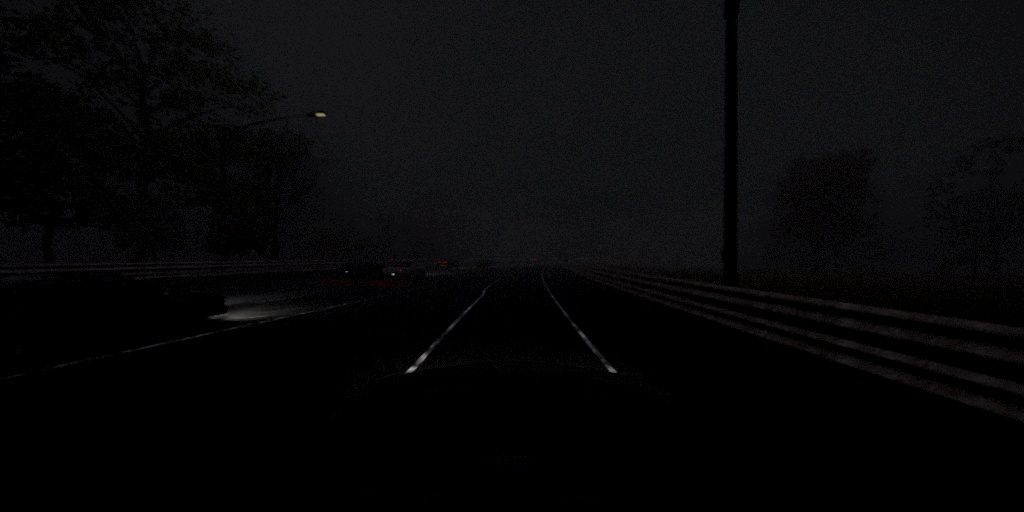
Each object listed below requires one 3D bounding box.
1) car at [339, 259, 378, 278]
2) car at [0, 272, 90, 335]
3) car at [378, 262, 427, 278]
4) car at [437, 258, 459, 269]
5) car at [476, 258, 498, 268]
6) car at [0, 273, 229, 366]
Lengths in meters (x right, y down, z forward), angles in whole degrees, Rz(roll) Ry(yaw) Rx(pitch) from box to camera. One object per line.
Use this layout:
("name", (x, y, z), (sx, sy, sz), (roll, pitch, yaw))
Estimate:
("car", (-12.337, 1.020, 30.011), (2.128, 1.511, 4.902), (0, 0, 10))
("car", (-12.311, 1.091, 7.168), (1.895, 1.301, 4.718), (0, 0, 8))
("car", (-8.830, 1.141, 29.900), (1.895, 1.301, 4.718), (0, 0, 10))
("car", (-8.789, 1.067, 49.651), (2.128, 1.511, 4.902), (0, 0, 11))
("car", (-4.109, 1.092, 55.280), (2.128, 1.511, 4.902), (0, 0, 11))
("car", (-8.765, 1.050, 7.122), (2.033, 1.411, 5.357), (0, 0, 8))
